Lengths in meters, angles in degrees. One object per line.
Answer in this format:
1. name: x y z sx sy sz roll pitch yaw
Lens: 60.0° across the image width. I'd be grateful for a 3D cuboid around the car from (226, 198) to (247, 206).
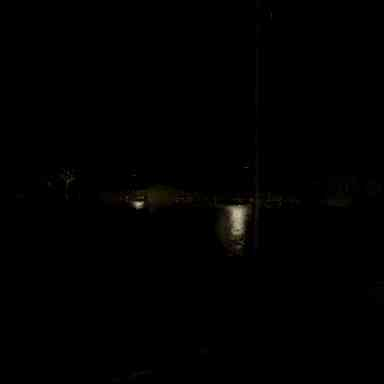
1. car: 8.390 1.843 63.279 1.812 1.442 4.674 3 -2 -35
